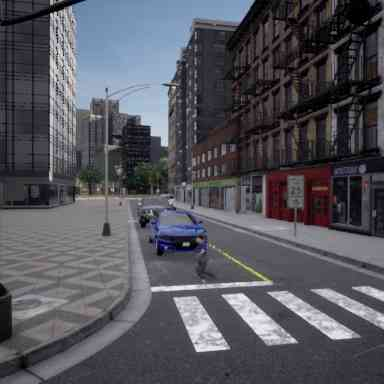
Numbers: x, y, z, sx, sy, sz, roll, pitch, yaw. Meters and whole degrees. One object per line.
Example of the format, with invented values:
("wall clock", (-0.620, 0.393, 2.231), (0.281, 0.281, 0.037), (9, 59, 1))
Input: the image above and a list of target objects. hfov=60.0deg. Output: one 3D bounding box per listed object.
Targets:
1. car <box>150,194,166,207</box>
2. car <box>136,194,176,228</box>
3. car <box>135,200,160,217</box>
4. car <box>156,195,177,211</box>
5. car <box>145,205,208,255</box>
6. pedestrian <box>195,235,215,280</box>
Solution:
("car", (-5.724, 1.357, 55.965), (2.150, 2.045, 5.566), (0, 0, -11))
("car", (-2.620, 1.311, 23.559), (2.150, 2.045, 5.566), (0, 0, -11))
("car", (-4.581, 1.607, 33.596), (2.128, 1.511, 4.902), (0, 0, -11))
("car", (-3.567, 1.362, 44.987), (2.150, 2.045, 5.566), (0, 0, -11))
("car", (-0.720, 1.534, 13.834), (1.882, 1.535, 5.008), (0, 0, -12))
("pedestrian", (0.287, 1.608, 8.533), (0.375, 1.300, 0.375), (0, 0, -11))
